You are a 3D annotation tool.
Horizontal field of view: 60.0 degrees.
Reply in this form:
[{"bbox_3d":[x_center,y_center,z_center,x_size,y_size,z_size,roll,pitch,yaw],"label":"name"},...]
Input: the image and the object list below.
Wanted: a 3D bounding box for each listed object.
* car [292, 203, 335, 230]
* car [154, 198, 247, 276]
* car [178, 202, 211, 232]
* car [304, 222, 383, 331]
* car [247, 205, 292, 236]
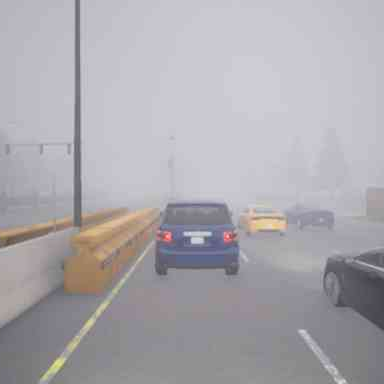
[{"bbox_3d":[7.164,1.422,20.870,1.882,1.535,5.008,0,0,0],"label":"car"},{"bbox_3d":[0.132,1.195,10.337,2.150,2.045,5.566,0,0,0],"label":"car"},{"bbox_3d":[0.164,1.449,20.781,1.837,1.490,4.892,0,0,0],"label":"car"},{"bbox_3d":[3.606,1.476,4.964,2.128,1.511,4.902,0,0,1],"label":"car"},{"bbox_3d":[3.655,1.429,18.164,1.882,1.535,5.008,0,0,0],"label":"car"}]
